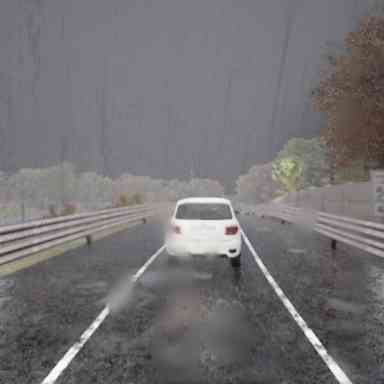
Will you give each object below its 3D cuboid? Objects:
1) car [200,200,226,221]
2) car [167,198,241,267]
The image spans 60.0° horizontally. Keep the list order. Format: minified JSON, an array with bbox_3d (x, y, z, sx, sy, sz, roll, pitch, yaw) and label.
[{"bbox_3d":[1.898,1.561,29.397,2.097,1.767,4.553,0,-1,4],"label":"car"},{"bbox_3d":[0.496,1.210,11.656,2.150,2.045,5.566,0,0,4],"label":"car"}]
